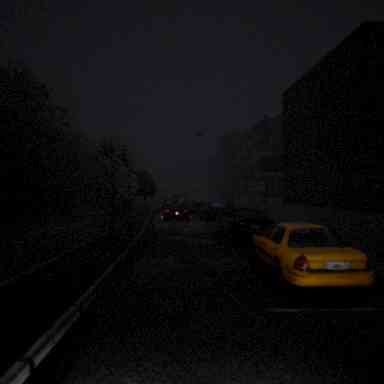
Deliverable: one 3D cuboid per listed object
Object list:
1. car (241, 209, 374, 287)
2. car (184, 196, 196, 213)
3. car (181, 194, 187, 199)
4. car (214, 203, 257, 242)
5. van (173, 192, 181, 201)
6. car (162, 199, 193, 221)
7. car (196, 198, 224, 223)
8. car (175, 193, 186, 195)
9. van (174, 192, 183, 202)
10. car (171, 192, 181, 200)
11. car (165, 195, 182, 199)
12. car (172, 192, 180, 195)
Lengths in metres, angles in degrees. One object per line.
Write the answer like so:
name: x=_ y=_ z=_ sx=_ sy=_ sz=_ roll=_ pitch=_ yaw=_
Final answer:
car: x=2.890 y=1.480 z=9.323 sx=1.946 sy=1.575 sz=5.366 roll=0 pitch=0 yaw=-1
car: x=0.712 y=1.464 z=36.863 sx=2.231 sy=1.521 sz=4.892 roll=0 pitch=0 yaw=-6
car: x=-0.391 y=1.466 z=47.936 sx=2.163 sy=1.488 sz=4.792 roll=0 pitch=0 yaw=-6
car: x=2.561 y=1.514 z=16.357 sx=2.163 sy=1.488 sz=4.792 roll=0 pitch=0 yaw=-3
van: x=-3.693 y=1.062 z=81.139 sx=1.878 sy=1.987 sz=4.442 roll=0 pitch=0 yaw=-6
car: x=-1.306 y=1.557 z=26.844 sx=1.994 sy=1.385 sz=4.181 roll=0 pitch=0 yaw=-5
car: x=1.799 y=1.480 z=25.925 sx=2.097 sy=1.535 sz=5.008 roll=0 pitch=0 yaw=-5
car: x=-1.489 y=1.429 z=58.977 sx=2.163 sy=1.488 sz=4.792 roll=0 pitch=0 yaw=-6
van: x=-3.145 y=1.094 z=75.619 sx=1.878 sy=1.987 sz=4.442 roll=0 pitch=0 yaw=-6
car: x=-4.235 y=1.002 z=86.570 sx=2.435 sy=2.045 sz=5.566 roll=0 pitch=0 yaw=-6
car: x=-2.840 y=1.456 z=42.745 sx=2.128 sy=1.511 sz=4.902 roll=0 pitch=0 yaw=-6
car: x=-2.037 y=1.124 z=64.493 sx=2.435 sy=2.045 sz=5.566 roll=0 pitch=0 yaw=-6
